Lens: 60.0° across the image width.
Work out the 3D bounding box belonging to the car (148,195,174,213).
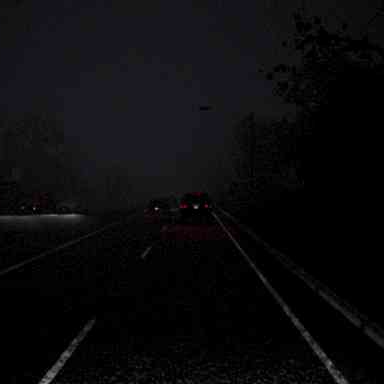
[{"bbox_3d":[-3.171,1.254,32.605,1.837,1.490,4.892,0,0,1],"label":"car"}]

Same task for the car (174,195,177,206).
[{"bbox_3d":[-3.064,1.123,45.911,2.128,1.511,4.902,0,1,1],"label":"car"}]

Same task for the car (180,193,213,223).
[{"bbox_3d":[0.314,1.052,24.240,2.150,2.045,5.566,0,0,1],"label":"car"}]

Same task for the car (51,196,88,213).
[{"bbox_3d":[-11.724,1.305,32.765,1.812,1.442,4.674,0,1,0],"label":"car"}]

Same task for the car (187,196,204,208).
[{"bbox_3d":[0.462,1.213,42.743,2.033,1.411,5.357,0,1,1],"label":"car"}]

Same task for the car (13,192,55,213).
[{"bbox_3d":[-15.224,1.039,32.766,2.150,2.045,5.566,0,1,0],"label":"car"}]
